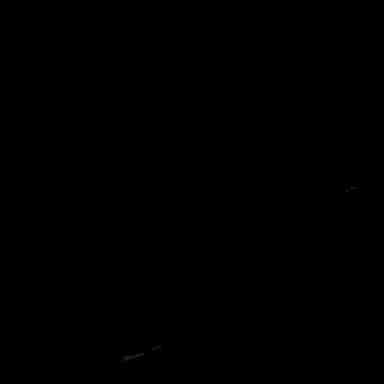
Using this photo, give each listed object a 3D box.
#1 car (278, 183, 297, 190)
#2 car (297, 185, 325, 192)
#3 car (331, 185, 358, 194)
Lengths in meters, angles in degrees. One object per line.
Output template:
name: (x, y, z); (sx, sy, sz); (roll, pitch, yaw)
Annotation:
car: (20.832, -1.206, 71.983); (2.033, 1.411, 5.357); (1, 2, -20)
car: (21.875, -0.626, 60.408); (1.895, 1.301, 4.718); (1, 2, -20)
car: (26.256, -0.503, 57.295); (2.128, 1.511, 4.902); (1, 2, -20)
